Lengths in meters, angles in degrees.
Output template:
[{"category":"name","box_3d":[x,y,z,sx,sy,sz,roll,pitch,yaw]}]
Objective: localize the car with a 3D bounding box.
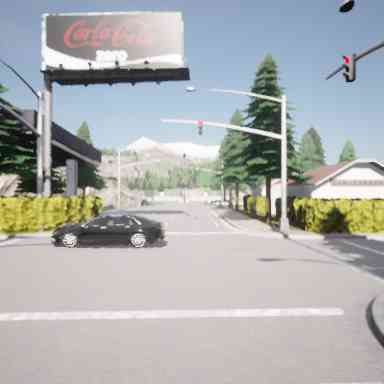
[{"category":"car","box_3d":[-3.619,1.702,14.728,4.892,1.490,1.837,0,-1,0]}]
